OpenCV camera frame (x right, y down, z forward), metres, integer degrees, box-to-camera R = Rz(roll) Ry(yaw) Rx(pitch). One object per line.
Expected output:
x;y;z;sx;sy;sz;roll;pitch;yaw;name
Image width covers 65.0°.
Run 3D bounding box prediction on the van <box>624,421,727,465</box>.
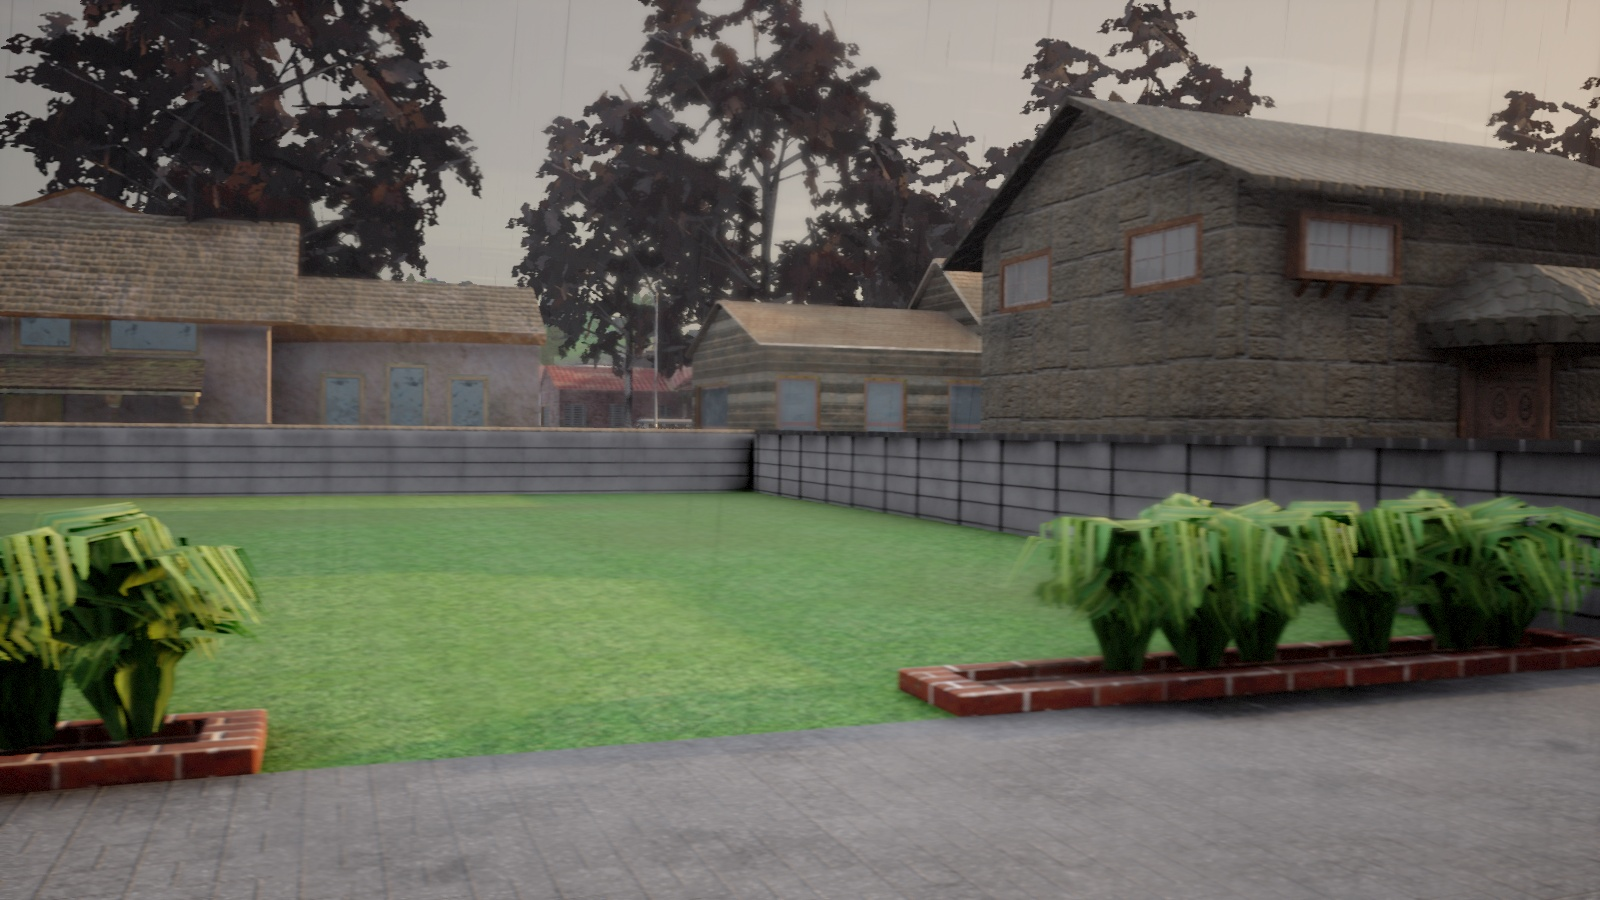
-5.830;-0.343;58.793;4.442;1.987;1.775;-1;1;-21;van
